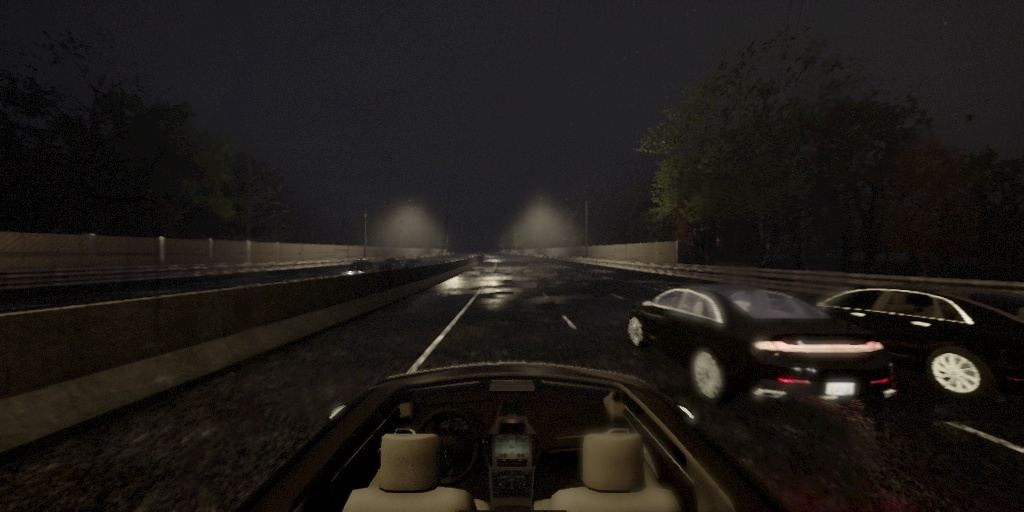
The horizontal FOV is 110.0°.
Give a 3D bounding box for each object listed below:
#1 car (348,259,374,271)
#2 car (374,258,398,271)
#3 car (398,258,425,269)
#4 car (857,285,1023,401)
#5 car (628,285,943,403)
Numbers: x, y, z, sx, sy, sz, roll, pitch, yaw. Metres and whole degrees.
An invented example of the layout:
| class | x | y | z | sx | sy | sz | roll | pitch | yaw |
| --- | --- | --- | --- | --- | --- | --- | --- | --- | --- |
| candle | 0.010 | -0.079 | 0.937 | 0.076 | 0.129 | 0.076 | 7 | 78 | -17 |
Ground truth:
| class | x | y | z | sx | sy | sz | roll | pitch | yaw |
| --- | --- | --- | --- | --- | --- | --- | --- | --- | --- |
| car | -18.044 | 1.082 | 43.332 | 1.994 | 1.385 | 4.181 | 0 | 1 | -1 |
| car | -14.546 | 1.021 | 43.263 | 1.837 | 1.490 | 4.892 | 0 | 1 | -1 |
| car | -11.001 | 1.077 | 40.455 | 1.812 | 1.442 | 4.674 | 0 | 1 | -1 |
| car | 7.086 | 1.255 | 6.409 | 1.837 | 1.490 | 4.892 | 0 | 0 | 0 |
| car | 3.586 | 1.246 | 6.345 | 2.128 | 1.511 | 4.902 | 0 | 0 | 0 |
